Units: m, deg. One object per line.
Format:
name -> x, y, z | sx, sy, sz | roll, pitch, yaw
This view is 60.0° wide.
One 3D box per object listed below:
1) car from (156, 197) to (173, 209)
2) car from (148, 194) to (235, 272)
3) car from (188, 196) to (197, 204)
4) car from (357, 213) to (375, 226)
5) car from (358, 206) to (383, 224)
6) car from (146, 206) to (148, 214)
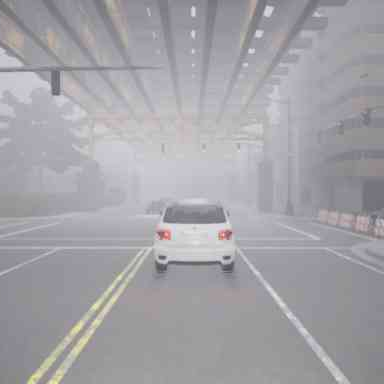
car -> -3.590, 1.429, 44.814 | 1.882, 1.535, 5.008 | 0, 0, 0
car -> 0.082, 1.212, 10.834 | 2.150, 2.045, 5.566 | 0, 0, 0
car -> 0.099, 1.457, 63.740 | 1.812, 1.442, 4.674 | 0, 0, 0
car -> 13.588, 1.429, 21.832 | 4.974, 1.542, 2.038 | 0, 0, 25
car -> 13.635, 1.272, 21.811 | 4.536, 1.218, 1.853 | 0, 0, 25
car -> -3.600, 1.526, 34.387 | 1.994, 1.385, 4.181 | 0, 0, -1
